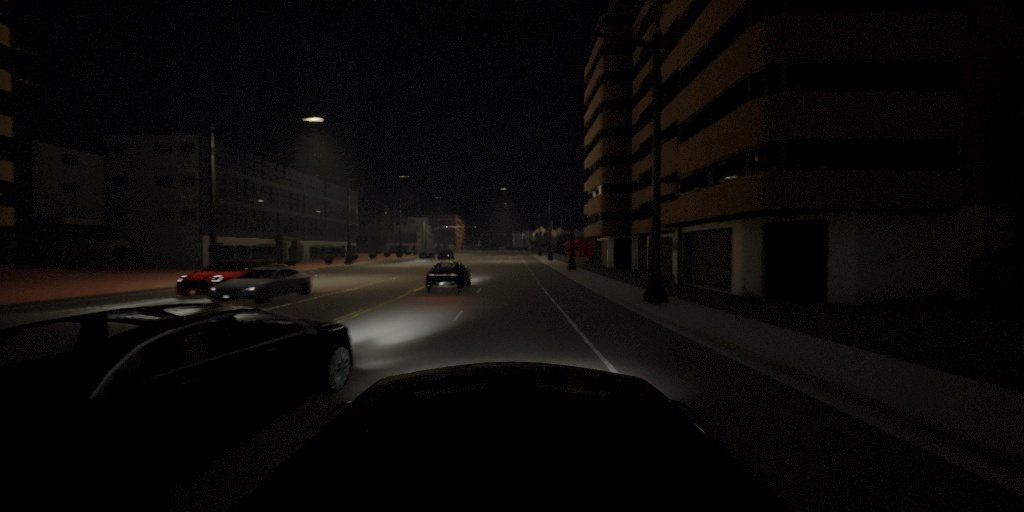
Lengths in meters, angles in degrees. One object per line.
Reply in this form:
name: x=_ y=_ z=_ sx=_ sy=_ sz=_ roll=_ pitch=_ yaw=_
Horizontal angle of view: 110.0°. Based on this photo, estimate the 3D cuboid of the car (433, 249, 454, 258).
car: x=-10.524 y=-0.220 z=56.942 sx=2.097 sy=1.767 sz=4.553 roll=0 pitch=2 yaw=0

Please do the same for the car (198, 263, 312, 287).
car: x=-10.598 y=1.190 z=15.605 sx=1.812 sy=1.442 sz=4.674 roll=0 pitch=1 yaw=0

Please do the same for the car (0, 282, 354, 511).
car: x=-3.404 y=1.244 z=3.736 sx=2.128 sy=1.511 sz=4.902 roll=0 pitch=0 yaw=0

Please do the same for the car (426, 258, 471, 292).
car: x=-3.401 y=1.081 z=19.742 sx=2.128 sy=1.511 sz=4.902 roll=0 pitch=1 yaw=0

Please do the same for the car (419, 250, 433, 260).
car: x=-14.021 y=-0.163 z=59.374 sx=2.128 sy=1.511 sz=4.902 roll=0 pitch=2 yaw=1

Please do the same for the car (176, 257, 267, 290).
car: x=-14.095 y=0.977 z=18.053 sx=2.097 sy=1.767 sz=4.553 roll=0 pitch=1 yaw=0
